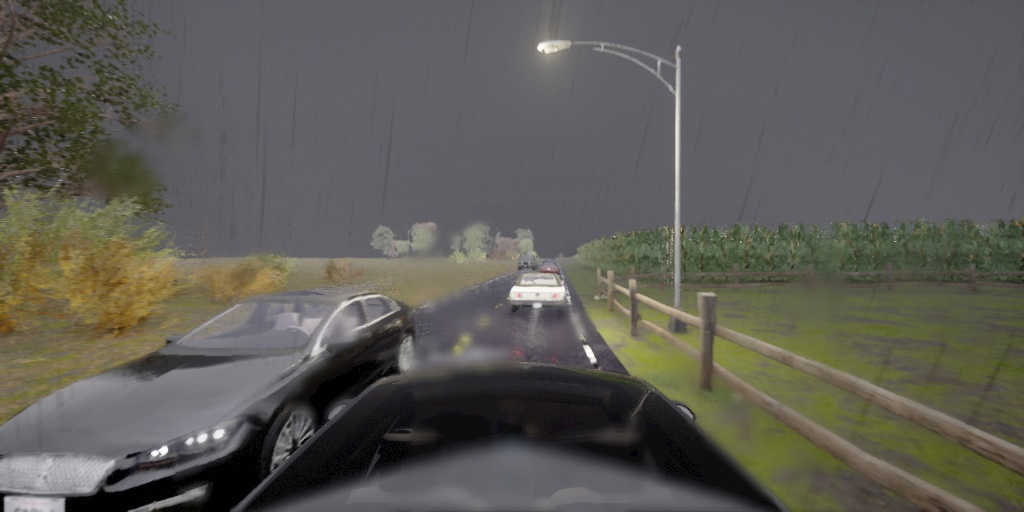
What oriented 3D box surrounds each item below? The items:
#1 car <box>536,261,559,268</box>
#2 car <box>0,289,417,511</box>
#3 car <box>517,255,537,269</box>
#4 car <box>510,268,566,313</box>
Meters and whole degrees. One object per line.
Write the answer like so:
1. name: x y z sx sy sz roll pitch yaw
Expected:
1. car: 3.755 1.216 36.277 1.994 1.385 4.181 0 0 7
2. car: -2.665 1.223 4.531 2.128 1.511 4.902 0 0 2
3. car: 1.980 0.833 45.989 2.150 2.045 5.566 0 0 7
4. car: 1.082 1.323 13.975 1.895 1.301 4.718 0 0 6
